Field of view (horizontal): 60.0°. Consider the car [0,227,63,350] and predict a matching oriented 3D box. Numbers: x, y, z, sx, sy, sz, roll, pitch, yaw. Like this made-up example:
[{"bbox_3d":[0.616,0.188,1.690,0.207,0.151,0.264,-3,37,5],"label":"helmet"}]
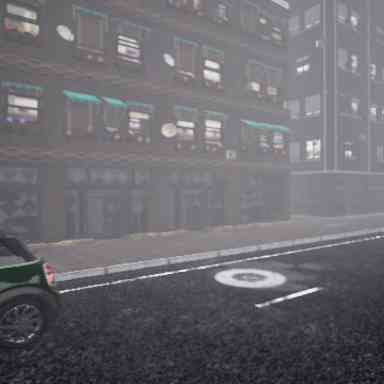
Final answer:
[{"bbox_3d":[-4.320,1.356,4.596,4.553,1.767,2.097,0,0,-35],"label":"car"}]
